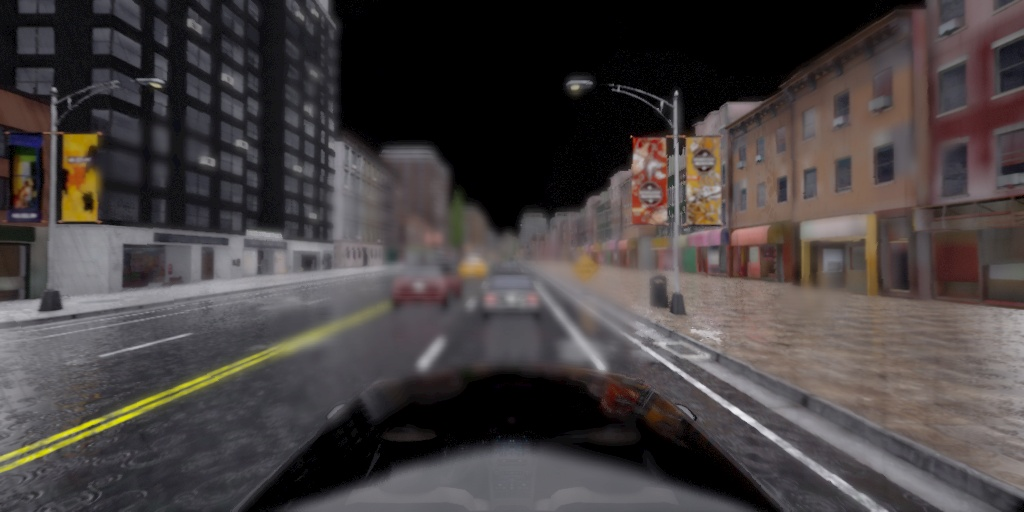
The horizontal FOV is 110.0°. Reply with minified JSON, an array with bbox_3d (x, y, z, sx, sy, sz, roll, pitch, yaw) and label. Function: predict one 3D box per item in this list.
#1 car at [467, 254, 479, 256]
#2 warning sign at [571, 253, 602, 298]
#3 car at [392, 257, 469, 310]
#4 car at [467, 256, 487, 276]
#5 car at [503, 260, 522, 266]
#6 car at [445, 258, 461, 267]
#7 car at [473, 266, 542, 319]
[{"bbox_3d":[-6.613,0.727,60.324,2.150,2.045,5.566,0,0,0],"label":"car"},{"bbox_3d":[3.210,0.817,15.375,1.300,1.860,1.060,0,0,0],"label":"warning sign"},{"bbox_3d":[-3.217,1.056,14.640,2.097,1.767,4.553,0,0,0],"label":"car"},{"bbox_3d":[-3.228,1.076,30.867,1.882,1.535,5.008,0,1,0],"label":"car"},{"bbox_3d":[0.010,1.212,29.070,1.895,1.301,4.718,0,0,0],"label":"car"},{"bbox_3d":[-9.863,1.070,60.289,1.994,1.385,4.181,0,0,0],"label":"car"},{"bbox_3d":[0.011,1.263,12.524,2.033,1.411,5.357,0,0,0],"label":"car"}]
